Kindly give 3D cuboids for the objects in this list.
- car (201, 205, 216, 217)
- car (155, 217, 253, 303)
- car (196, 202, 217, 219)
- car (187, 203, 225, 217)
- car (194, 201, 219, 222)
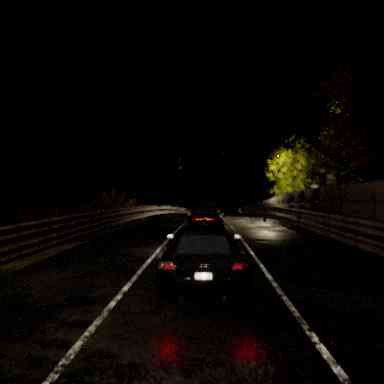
[{"bbox_3d":[2.319,2.660,45.874,1.882,1.535,5.008,0,-3,5],"label":"car"},{"bbox_3d":[0.293,1.537,8.209,1.994,1.385,4.181,0,0,2],"label":"car"},{"bbox_3d":[1.657,1.968,36.059,2.097,1.767,4.553,0,-3,4],"label":"car"},{"bbox_3d":[0.751,1.551,18.585,1.837,1.490,4.892,0,-1,3],"label":"car"},{"bbox_3d":[1.320,1.719,30.293,2.097,1.767,4.553,0,-2,3],"label":"car"}]
